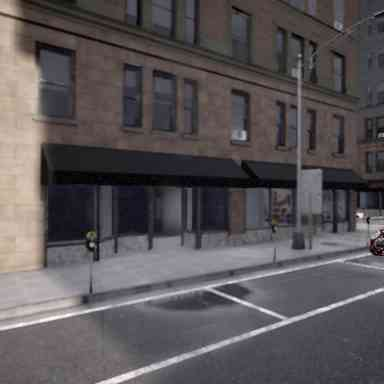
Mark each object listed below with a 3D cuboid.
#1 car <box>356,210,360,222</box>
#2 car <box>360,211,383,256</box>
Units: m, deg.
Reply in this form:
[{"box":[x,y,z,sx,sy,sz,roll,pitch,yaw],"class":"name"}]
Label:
[{"box":[11.839,1.695,27.988,2.128,1.511,4.902,0,0,-35],"class":"car"},{"box":[8.208,1.523,12.042,4.097,1.590,1.967,0,0,-35],"class":"car"}]
